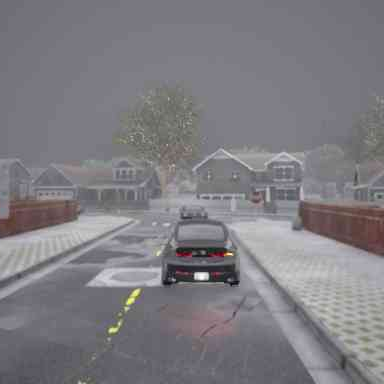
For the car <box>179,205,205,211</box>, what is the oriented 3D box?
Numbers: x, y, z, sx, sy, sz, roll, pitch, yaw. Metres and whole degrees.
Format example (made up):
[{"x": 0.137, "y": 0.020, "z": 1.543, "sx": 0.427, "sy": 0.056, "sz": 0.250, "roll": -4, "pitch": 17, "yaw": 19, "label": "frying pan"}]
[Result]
[{"x": -0.011, "y": 1.628, "z": 25.490, "sx": 1.895, "sy": 1.301, "sz": 4.718, "roll": 0, "pitch": 0, "yaw": -4, "label": "car"}]

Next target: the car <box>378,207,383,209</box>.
[{"x": 16.746, "y": 1.483, "z": 26.481, "sx": 4.553, "sy": 1.767, "sz": 2.097, "roll": 0, "pitch": 0, "yaw": 19, "label": "car"}]

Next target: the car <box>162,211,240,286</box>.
[{"x": 0.227, "y": 1.516, "z": 9.459, "sx": 1.837, "sy": 1.490, "sz": 4.892, "roll": 0, "pitch": 0, "yaw": 1, "label": "car"}]

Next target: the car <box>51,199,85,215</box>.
[{"x": -12.683, "y": 1.465, "z": 32.060, "sx": 4.892, "sy": 1.490, "sz": 1.837, "roll": 1, "pitch": 0, "yaw": 14, "label": "car"}]
